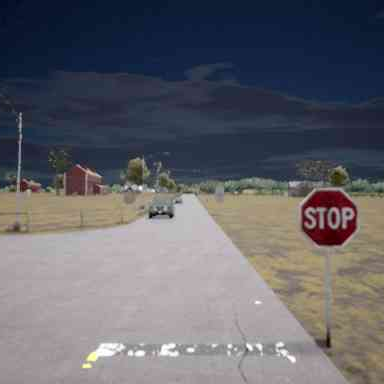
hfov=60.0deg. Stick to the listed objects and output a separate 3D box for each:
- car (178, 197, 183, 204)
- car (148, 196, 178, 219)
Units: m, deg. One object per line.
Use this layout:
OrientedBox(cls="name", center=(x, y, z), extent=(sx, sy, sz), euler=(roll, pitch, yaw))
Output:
OrientedBox(cls="car", center=(-2.817, 1.665, 65.050), extent=(1.994, 1.385, 4.181), euler=(0, 0, 0))
OrientedBox(cls="car", center=(-2.760, 1.383, 31.359), extent=(2.150, 2.045, 5.566), euler=(0, 0, 0))
